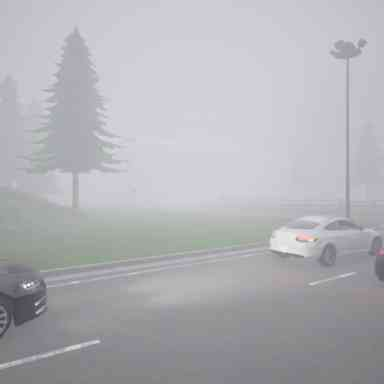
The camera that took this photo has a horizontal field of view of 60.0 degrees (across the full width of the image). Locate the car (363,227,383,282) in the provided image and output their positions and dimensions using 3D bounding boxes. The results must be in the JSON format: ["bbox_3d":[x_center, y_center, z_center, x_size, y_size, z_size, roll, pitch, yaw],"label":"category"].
[{"bbox_3d":[6.491,1.559,8.416,4.181,1.385,1.994,0,0,-35],"label":"car"}]

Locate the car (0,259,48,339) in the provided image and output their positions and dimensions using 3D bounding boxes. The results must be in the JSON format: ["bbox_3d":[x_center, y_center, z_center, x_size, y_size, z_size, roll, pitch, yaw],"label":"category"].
[{"bbox_3d":[-4.715,1.492,4.682,4.902,1.511,2.128,0,0,-35],"label":"car"}]

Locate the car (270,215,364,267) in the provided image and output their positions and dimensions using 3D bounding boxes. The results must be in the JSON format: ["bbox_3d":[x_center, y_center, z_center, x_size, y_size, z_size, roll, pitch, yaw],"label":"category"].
[{"bbox_3d":[4.653,1.521,11.399,4.674,1.442,1.812,0,0,-35],"label":"car"}]
